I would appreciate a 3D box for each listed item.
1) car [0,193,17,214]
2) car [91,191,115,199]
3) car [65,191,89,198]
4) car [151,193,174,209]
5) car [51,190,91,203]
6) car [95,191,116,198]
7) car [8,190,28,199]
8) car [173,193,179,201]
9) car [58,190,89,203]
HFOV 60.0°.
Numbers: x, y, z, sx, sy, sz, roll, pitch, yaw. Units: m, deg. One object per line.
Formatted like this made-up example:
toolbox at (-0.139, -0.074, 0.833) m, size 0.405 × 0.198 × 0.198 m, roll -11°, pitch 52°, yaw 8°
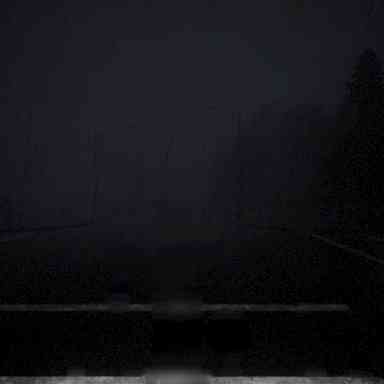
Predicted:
car at (-17.377, 1.108, 28.217) m, size 3.633 × 1.501 × 1.845 m, roll 0°, pitch 1°, yaw 0°
car at (-17.646, 0.548, 62.497) m, size 5.027 × 1.636 × 2.152 m, roll 0°, pitch 1°, yaw 0°
car at (-25.016, 0.593, 72.580) m, size 4.514 × 1.523 × 2.007 m, roll 0°, pitch 1°, yaw 0°
car at (-3.494, 1.188, 38.212) m, size 2.033 × 1.411 × 5.357 m, roll 0°, pitch 1°, yaw 0°
car at (-17.236, 0.648, 46.797) m, size 4.605 × 1.855 × 1.932 m, roll 0°, pitch 1°, yaw 0°
car at (-17.968, 0.563, 68.915) m, size 3.806 × 1.475 × 1.970 m, roll 0°, pitch 1°, yaw 0°
car at (-35.029, 0.461, 65.639) m, size 4.605 × 1.855 × 1.932 m, roll 0°, pitch 1°, yaw 0°
car at (-3.481, 0.925, 62.438) m, size 2.033 × 1.411 × 5.357 m, roll 0°, pitch 1°, yaw 0°
car at (-17.648, 0.598, 49.703) m, size 3.866 × 1.878 × 1.905 m, roll 0°, pitch 1°, yaw 0°
